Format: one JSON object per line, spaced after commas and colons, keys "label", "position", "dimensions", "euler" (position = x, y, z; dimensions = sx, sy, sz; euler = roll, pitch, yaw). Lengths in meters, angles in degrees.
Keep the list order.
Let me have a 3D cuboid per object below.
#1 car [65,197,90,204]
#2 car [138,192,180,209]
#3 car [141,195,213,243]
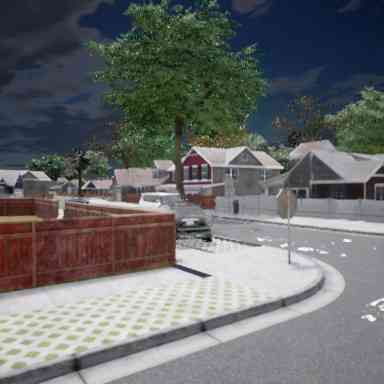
{"label": "car", "position": [-13.728, 1.305, 39.799], "dimensions": [1.895, 1.301, 4.718], "euler": [-1, 1, -34]}
{"label": "car", "position": [-1.689, 1.063, 22.406], "dimensions": [2.150, 2.045, 5.566], "euler": [-1, 1, -35]}
{"label": "car", "position": [-0.767, 1.245, 15.425], "dimensions": [2.097, 1.767, 4.553], "euler": [-1, 1, -20]}
